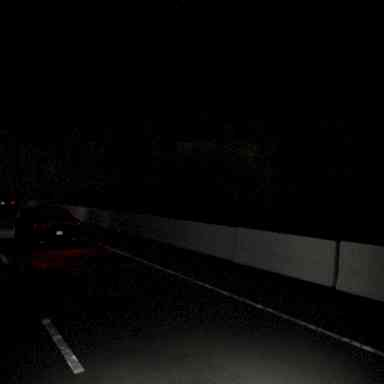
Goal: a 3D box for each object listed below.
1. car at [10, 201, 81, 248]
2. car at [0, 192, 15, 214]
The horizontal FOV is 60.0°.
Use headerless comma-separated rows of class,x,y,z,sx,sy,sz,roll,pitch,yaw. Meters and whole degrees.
car,-6.345,1.362,14.364,1.882,1.535,5.008,0,0,-35
car,-17.319,1.064,29.993,2.150,2.045,5.566,0,-1,-35
